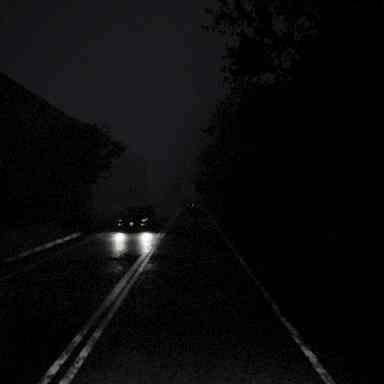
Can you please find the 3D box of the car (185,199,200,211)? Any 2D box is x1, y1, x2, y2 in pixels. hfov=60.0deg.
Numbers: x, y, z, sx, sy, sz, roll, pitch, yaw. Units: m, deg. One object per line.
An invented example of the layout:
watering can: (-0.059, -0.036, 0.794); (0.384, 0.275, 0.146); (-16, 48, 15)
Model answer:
car: (0.107, 1.595, 40.979); (2.033, 1.411, 5.357); (0, 0, 0)

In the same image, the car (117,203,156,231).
car: (-3.348, 1.507, 20.818); (1.837, 1.490, 4.892); (0, 0, 0)
